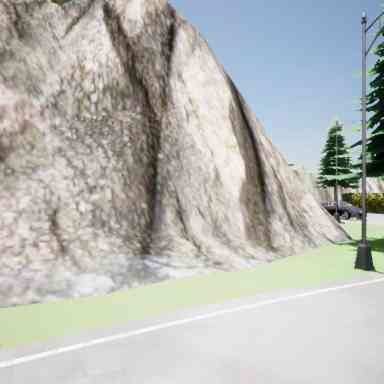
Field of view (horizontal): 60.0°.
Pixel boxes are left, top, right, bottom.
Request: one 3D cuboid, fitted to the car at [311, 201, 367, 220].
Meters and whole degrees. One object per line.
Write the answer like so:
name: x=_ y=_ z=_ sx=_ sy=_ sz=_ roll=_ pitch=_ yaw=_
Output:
car: x=12.383 y=1.492 z=28.311 sx=2.128 sy=1.511 sz=4.902 roll=0 pitch=0 yaw=-26
